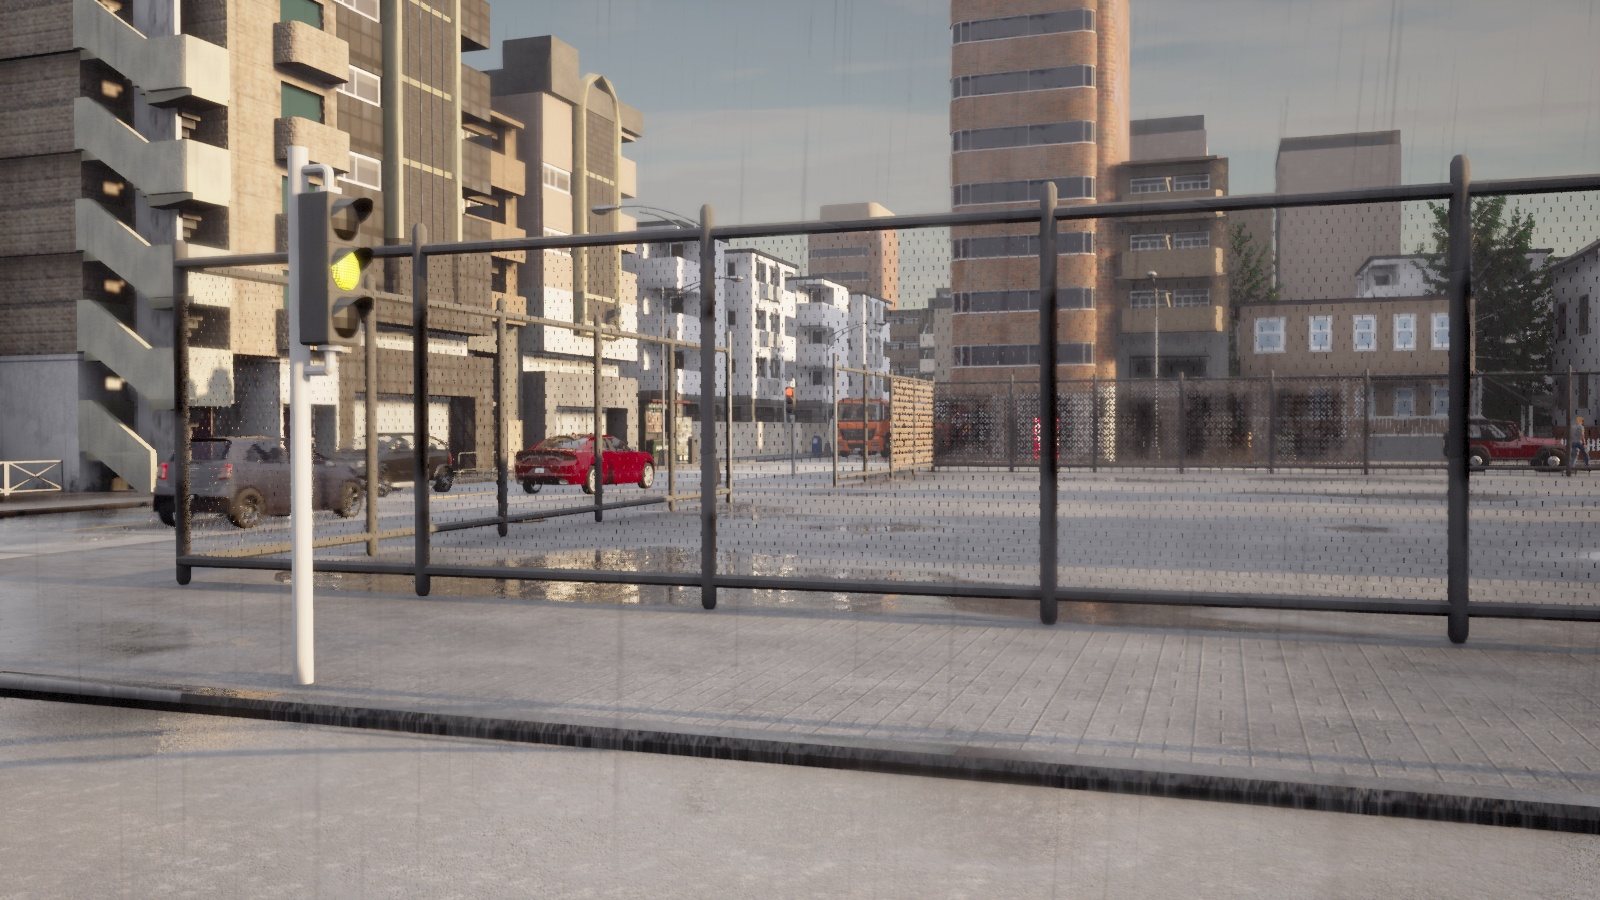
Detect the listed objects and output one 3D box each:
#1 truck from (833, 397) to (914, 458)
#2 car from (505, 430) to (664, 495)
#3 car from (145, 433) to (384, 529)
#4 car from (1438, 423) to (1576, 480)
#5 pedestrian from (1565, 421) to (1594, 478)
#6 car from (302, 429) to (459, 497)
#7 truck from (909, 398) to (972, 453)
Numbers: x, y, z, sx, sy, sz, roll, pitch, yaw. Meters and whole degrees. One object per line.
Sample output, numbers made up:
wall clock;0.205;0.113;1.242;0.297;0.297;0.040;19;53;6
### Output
truck;4.478;-1.336;74.755;2.891;3.462;7.936;1;1;18
car;-5.473;0.262;32.603;1.882;1.535;5.008;1;1;19
car;-9.129;0.458;21.721;1.845;1.501;3.633;1;1;19
car;24.331;0.020;43.354;3.866;1.878;1.905;1;1;19
pedestrian;24.935;-0.020;40.173;0.706;1.836;0.354;0;1;-9
car;-10.241;0.271;30.950;1.789;1.549;3.705;1;1;19
truck;10.383;-1.776;92.243;2.891;3.827;8.468;1;1;18
